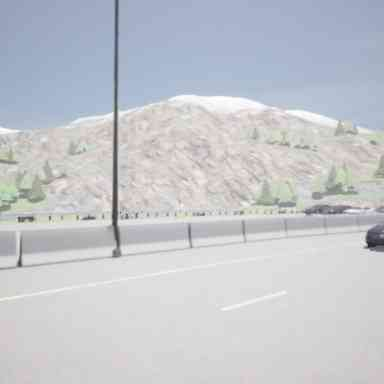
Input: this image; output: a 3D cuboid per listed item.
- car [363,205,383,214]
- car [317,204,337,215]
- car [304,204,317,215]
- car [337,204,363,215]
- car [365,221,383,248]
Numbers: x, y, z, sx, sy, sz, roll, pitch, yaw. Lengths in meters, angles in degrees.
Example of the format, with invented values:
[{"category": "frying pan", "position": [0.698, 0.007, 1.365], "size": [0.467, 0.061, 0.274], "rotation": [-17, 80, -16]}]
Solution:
[{"category": "car", "position": [20.026, 2.025, 33.751], "size": [4.553, 1.767, 2.097], "rotation": [1, -1, -27]}, {"category": "car", "position": [18.060, 2.291, 40.609], "size": [4.892, 1.490, 1.837], "rotation": [1, -1, -27]}, {"category": "car", "position": [17.002, 2.347, 43.987], "size": [4.892, 1.490, 1.837], "rotation": [1, -1, -27]}, {"category": "car", "position": [18.795, 2.252, 37.052], "size": [4.674, 1.442, 1.812], "rotation": [1, -1, -27]}, {"category": "car", "position": [9.893, 1.876, 15.382], "size": [4.181, 1.385, 1.994], "rotation": [1, -1, -34]}]
